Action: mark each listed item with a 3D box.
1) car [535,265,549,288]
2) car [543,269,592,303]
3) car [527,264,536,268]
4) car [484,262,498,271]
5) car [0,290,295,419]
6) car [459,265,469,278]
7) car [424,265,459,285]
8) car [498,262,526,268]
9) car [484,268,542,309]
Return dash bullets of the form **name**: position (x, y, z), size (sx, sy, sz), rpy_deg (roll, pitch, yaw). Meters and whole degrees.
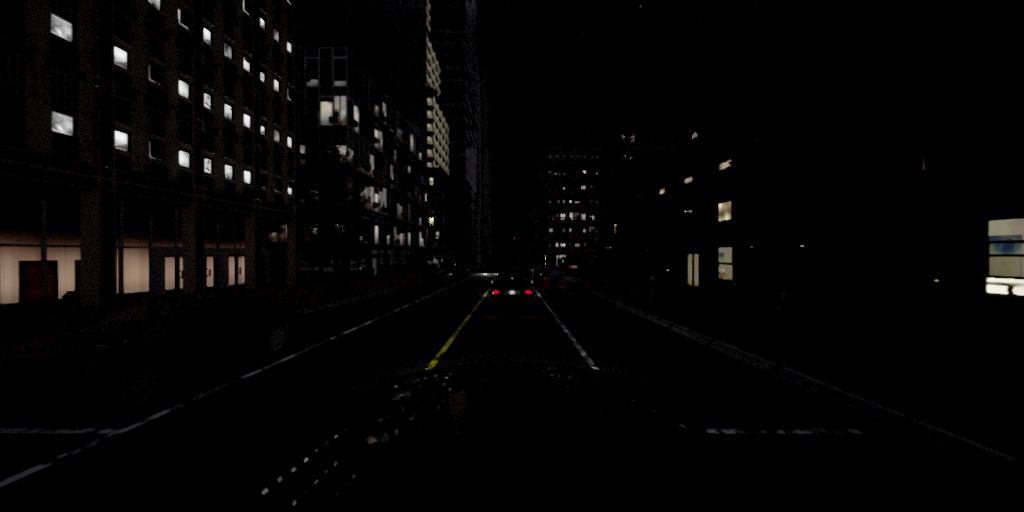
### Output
- **car**: position (2.768, 1.492, 23.016), size (1.888, 1.381, 4.507), rpy_deg (0, 0, 0)
- **car**: position (2.731, 1.477, 17.372), size (1.802, 1.307, 4.207), rpy_deg (0, 0, 0)
- **car**: position (2.834, 1.603, 34.303), size (2.007, 1.370, 4.403), rpy_deg (0, 0, 0)
- **car**: position (-2.980, 1.735, 52.291), size (1.837, 1.490, 4.892), rpy_deg (0, -1, 0)
- **car**: position (-5.689, 1.336, 6.146), size (1.888, 1.381, 4.507), rpy_deg (0, 0, 0)
- **car**: position (-5.803, 1.651, 40.009), size (1.888, 1.381, 4.507), rpy_deg (0, 0, 0)
- **car**: position (-5.782, 1.551, 28.720), size (2.007, 1.370, 4.403), rpy_deg (0, 0, 0)
- **car**: position (0.017, 1.531, 31.140), size (1.837, 1.490, 4.892), rpy_deg (0, 0, 0)
- **car**: position (0.008, 1.428, 15.828), size (2.033, 1.411, 5.357), rpy_deg (0, -1, 0)
